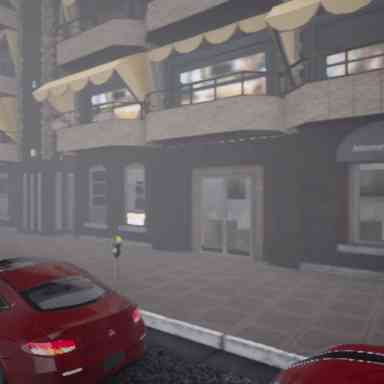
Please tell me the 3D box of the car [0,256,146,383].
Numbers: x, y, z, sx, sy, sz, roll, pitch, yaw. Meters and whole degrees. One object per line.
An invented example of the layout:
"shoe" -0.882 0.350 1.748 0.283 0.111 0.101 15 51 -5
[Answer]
"car" -2.491 1.583 4.650 4.206 1.307 1.802 0 0 35

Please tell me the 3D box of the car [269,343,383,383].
"car" 2.094 1.440 1.382 4.097 1.590 1.967 0 0 35
